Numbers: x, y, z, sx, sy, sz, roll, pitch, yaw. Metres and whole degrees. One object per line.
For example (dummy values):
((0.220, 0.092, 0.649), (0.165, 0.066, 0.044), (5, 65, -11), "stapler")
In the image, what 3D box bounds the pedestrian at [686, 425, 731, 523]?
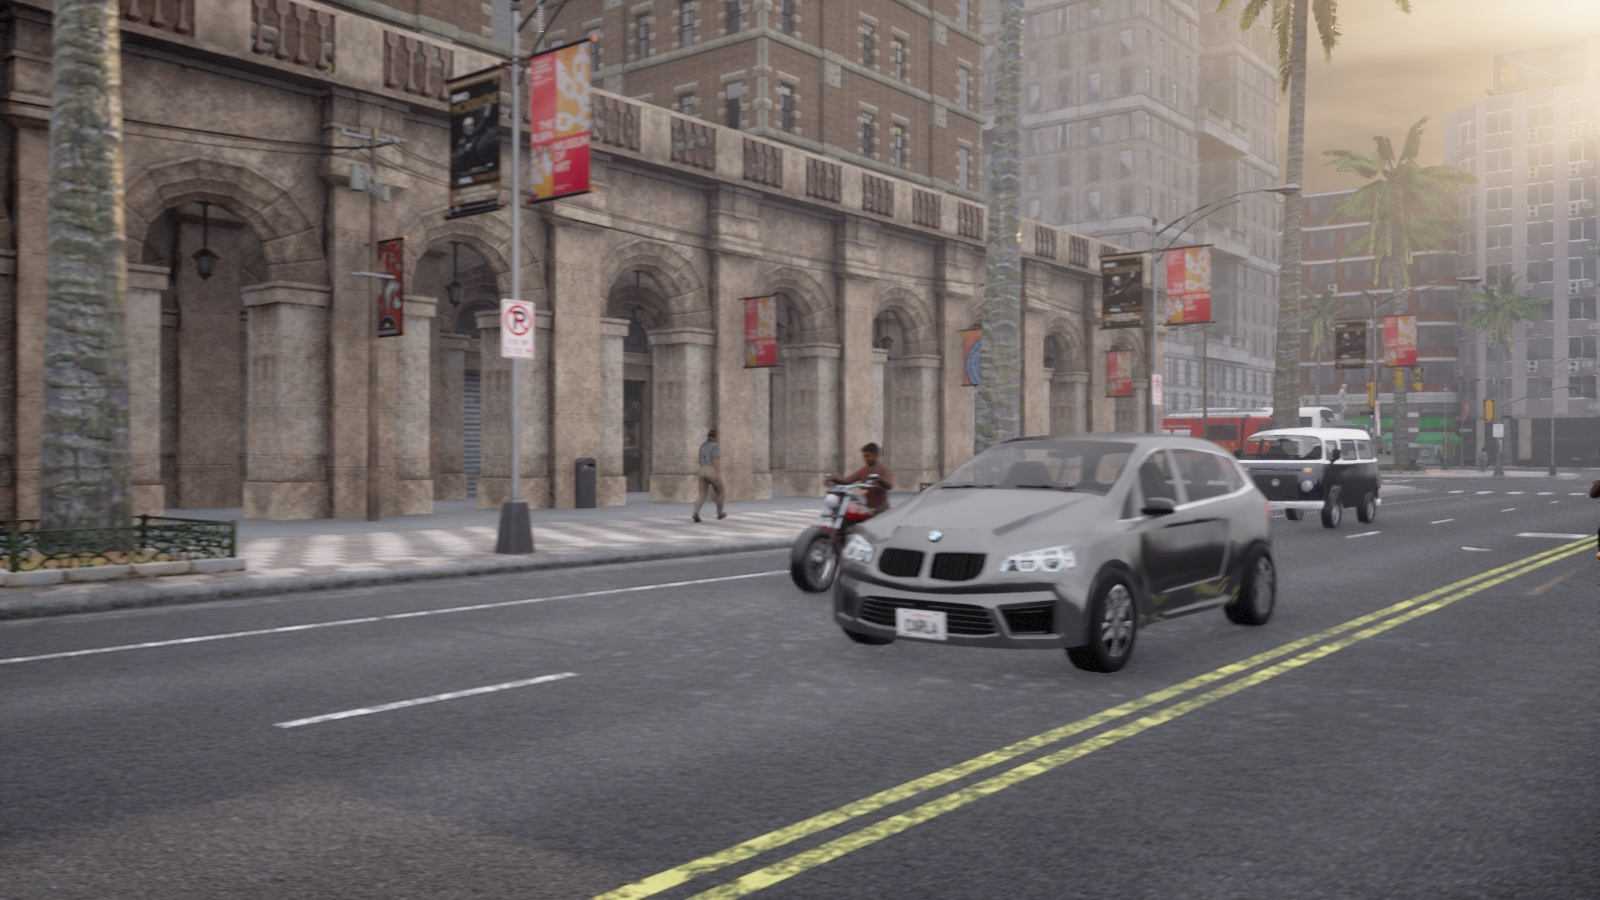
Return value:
((-1.756, 0.459, 24.156), (0.540, 1.848, 0.694), (0, 0, 34), "pedestrian")

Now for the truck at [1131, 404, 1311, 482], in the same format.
((22.015, -0.326, 66.041), (8.468, 3.827, 2.891), (0, 0, 39), "truck")

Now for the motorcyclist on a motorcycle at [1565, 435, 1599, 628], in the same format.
((7.669, 0.703, 11.560), (0.766, 1.649, 2.350), (0, 0, 39), "motorcyclist on a motorcycle")

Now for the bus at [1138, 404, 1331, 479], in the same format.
((26.195, -0.525, 76.040), (10.273, 4.253, 3.944), (0, 0, 39), "bus")

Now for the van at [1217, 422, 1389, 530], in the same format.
((10.545, 0.501, 26.130), (2.069, 2.038, 4.480), (0, 0, 39), "van")

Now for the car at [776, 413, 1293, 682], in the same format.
((2.143, 0.607, 10.264), (2.242, 1.667, 4.611), (0, 0, 39), "car")

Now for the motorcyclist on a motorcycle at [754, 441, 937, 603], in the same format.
((0.551, 0.725, 13.872), (0.766, 1.649, 2.350), (0, 0, 39), "motorcyclist on a motorcycle")
